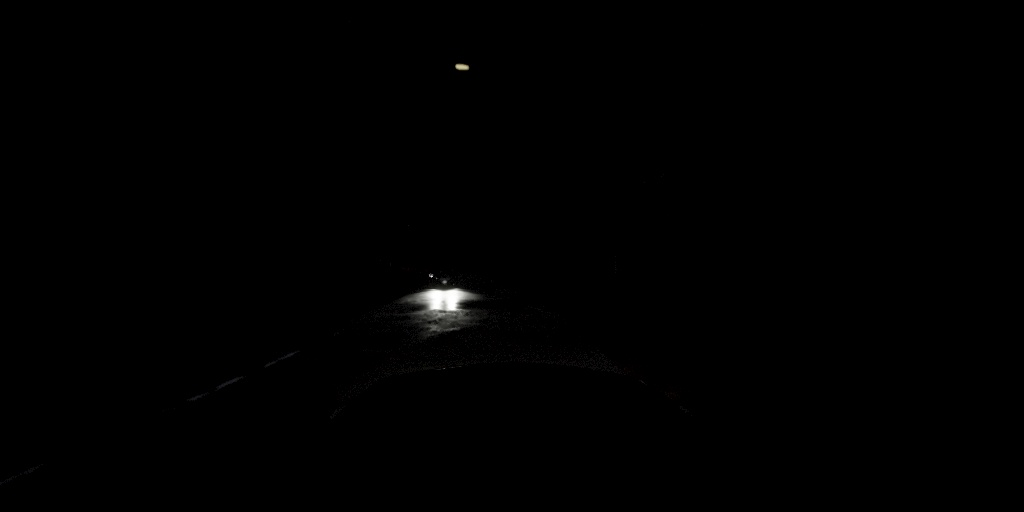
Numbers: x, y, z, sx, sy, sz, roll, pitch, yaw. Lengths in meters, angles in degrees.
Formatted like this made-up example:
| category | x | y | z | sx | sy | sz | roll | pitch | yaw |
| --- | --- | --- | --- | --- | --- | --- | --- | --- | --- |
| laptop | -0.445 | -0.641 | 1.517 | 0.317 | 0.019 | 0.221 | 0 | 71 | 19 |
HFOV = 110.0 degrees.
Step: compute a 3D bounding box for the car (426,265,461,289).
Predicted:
| category | x | y | z | sx | sy | sz | roll | pitch | yaw |
| --- | --- | --- | --- | --- | --- | --- | --- | --- | --- |
| car | -4.847 | 1.538 | 26.556 | 2.128 | 1.511 | 4.902 | 0 | -1 | -8 |
